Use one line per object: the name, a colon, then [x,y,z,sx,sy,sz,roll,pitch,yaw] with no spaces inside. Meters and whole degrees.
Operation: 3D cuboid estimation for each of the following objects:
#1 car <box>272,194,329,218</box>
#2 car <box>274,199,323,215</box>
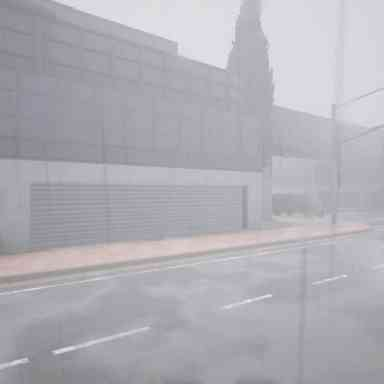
car: [9.615,1.222,30.422,2.150,2.045,5.566,0,0,-37]
car: [10.960,1.526,34.480,1.812,1.442,4.674,0,0,-37]
